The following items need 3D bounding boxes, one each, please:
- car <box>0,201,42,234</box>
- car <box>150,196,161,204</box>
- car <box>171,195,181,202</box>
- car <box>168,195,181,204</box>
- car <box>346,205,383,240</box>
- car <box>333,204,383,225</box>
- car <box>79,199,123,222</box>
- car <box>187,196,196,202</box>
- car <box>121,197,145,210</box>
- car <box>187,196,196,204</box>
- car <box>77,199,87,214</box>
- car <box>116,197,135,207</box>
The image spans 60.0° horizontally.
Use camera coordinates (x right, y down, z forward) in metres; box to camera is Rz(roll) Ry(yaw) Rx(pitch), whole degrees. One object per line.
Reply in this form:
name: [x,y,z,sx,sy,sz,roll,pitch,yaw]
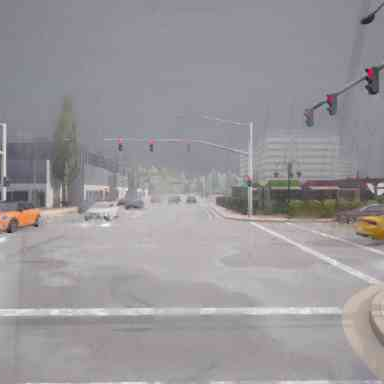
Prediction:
car: [-10.627,1.352,19.337,2.097,1.767,4.553,0,0,0]
car: [-7.131,1.506,65.409,1.837,1.490,4.892,0,0,0]
car: [-3.610,1.425,74.879,1.994,1.385,4.181,0,0,0]
car: [-3.595,1.547,64.605,2.033,1.411,5.357,0,0,0]
car: [9.868,1.477,14.672,5.008,1.535,1.882,0,0,-1]
car: [11.773,1.526,21.960,4.674,1.442,1.812,0,0,1]
car: [-7.140,1.525,26.617,1.812,1.442,4.674,0,0,0]
car: [-0.110,1.468,74.916,1.895,1.301,4.718,0,0,0]
car: [-7.162,1.547,42.151,2.033,1.411,5.357,0,0,0]
car: [-0.095,1.491,64.611,2.128,1.511,4.902,0,0,0]
car: [-10.652,1.506,35.331,1.837,1.490,4.892,0,0,0]
car: [-10.672,1.547,53.842,2.033,1.411,5.357,0,0,0]
